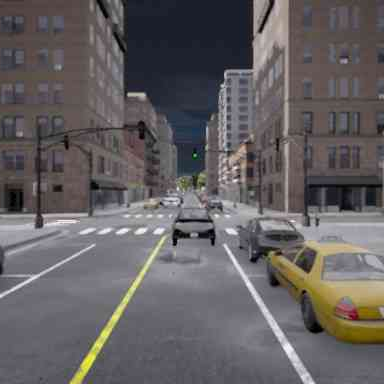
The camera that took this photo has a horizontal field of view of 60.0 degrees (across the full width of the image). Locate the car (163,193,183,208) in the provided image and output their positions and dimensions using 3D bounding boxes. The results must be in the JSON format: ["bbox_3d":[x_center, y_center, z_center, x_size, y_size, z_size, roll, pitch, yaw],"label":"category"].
[{"bbox_3d":[-2.794,1.192,47.227,2.150,2.045,5.566,0,1,1],"label":"car"}]

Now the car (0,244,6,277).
[{"bbox_3d":[-5.385,1.548,6.411,2.008,1.369,4.403,0,0,0],"label":"car"}]

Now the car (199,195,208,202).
[{"bbox_3d":[2.688,1.516,78.461,1.947,1.339,4.313,0,0,0],"label":"car"}]

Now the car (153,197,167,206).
[{"bbox_3d":[-5.351,1.534,55.736,1.947,1.339,4.313,0,0,0],"label":"car"}]

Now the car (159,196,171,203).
[{"bbox_3d":[-5.344,1.510,67.099,2.008,1.369,4.403,0,0,0],"label":"car"}]

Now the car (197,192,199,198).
[{"bbox_3d":[2.684,1.270,72.779,2.192,1.841,5.009,0,0,0],"label":"car"}]

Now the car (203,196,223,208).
[{"bbox_3d":[2.663,1.531,38.689,2.008,1.369,4.403,0,0,0],"label":"car"}]

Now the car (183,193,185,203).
[{"bbox_3d":[-2.730,1.183,63.541,2.150,2.045,5.566,0,0,1],"label":"car"}]

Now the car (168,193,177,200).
[{"bbox_3d":[-5.330,1.257,89.823,2.192,1.841,5.009,0,0,0],"label":"car"}]

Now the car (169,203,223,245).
[{"bbox_3d":[0.059,1.484,15.456,2.128,1.511,4.902,0,0,-1],"label":"car"}]

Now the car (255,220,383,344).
[{"bbox_3d":[2.650,1.522,6.577,1.752,1.417,4.829,0,0,0],"label":"car"}]

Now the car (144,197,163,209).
[{"bbox_3d":[-5.359,1.502,44.204,1.752,1.417,4.829,0,0,0],"label":"car"}]

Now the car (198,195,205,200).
[{"bbox_3d":[2.699,1.462,95.676,1.752,1.417,4.829,0,0,0],"label":"car"}]

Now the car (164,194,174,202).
[{"bbox_3d":[-5.337,1.391,78.461,1.967,1.590,4.097,0,0,0],"label":"car"}]

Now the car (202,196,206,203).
[{"bbox_3d":[2.666,1.558,44.370,1.802,1.307,4.206,0,0,0],"label":"car"}]

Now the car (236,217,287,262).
[{"bbox_3d":[2.648,1.545,11.813,2.008,1.369,4.403,0,0,0],"label":"car"}]

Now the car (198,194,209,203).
[{"bbox_3d":[2.677,1.404,61.416,1.967,1.590,4.097,0,0,0],"label":"car"}]
